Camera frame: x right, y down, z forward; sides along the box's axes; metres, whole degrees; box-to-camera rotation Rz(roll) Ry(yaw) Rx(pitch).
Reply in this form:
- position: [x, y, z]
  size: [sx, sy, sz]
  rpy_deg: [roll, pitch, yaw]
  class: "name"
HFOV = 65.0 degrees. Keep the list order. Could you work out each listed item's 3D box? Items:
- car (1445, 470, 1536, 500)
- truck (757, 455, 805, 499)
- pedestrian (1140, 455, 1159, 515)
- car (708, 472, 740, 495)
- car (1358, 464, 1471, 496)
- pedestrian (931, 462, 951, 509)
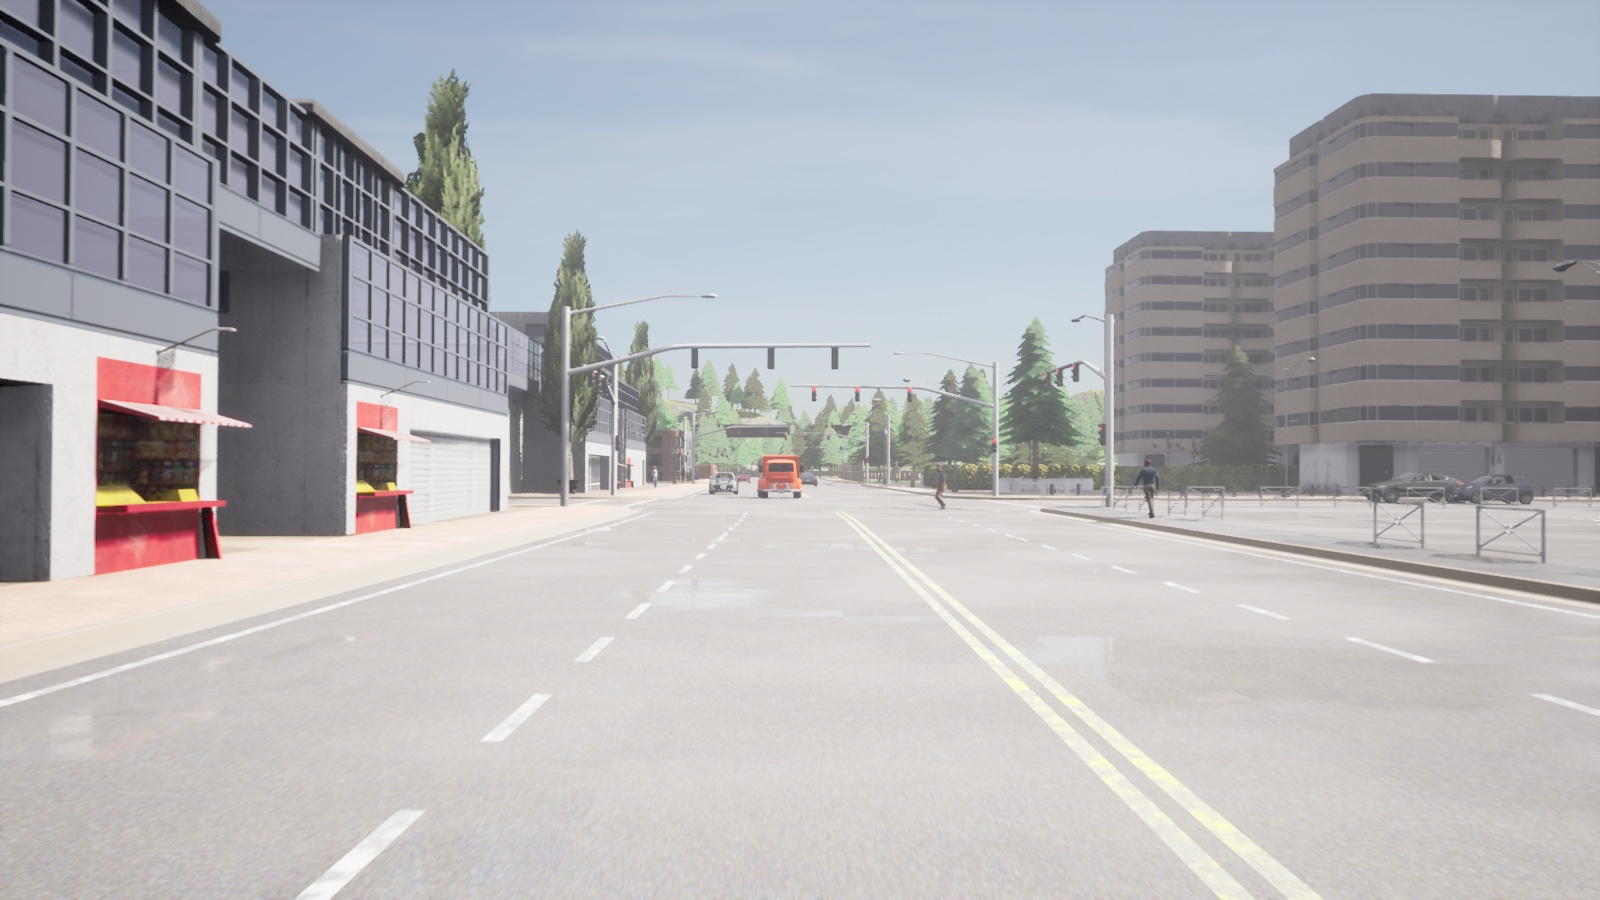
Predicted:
- position: [35.052, 1.756, 63.795]
  size: [3.633, 1.501, 1.845]
  rpy_deg: [0, -1, -2]
  class: "car"
- position: [-1.119, 1.539, 72.050]
  size: [2.627, 2.467, 5.204]
  rpy_deg: [0, -1, -2]
  class: "truck"
- position: [10.781, 1.079, 38.769]
  size: [0.370, 1.835, 0.726]
  rpy_deg: [0, -1, 1]
  class: "pedestrian"
- position: [-4.966, 2.183, 82.636]
  size: [1.970, 1.475, 3.806]
  rpy_deg: [0, -1, -2]
  class: "car"
- position: [32.858, 1.587, 67.231]
  size: [5.027, 1.651, 2.152]
  rpy_deg: [0, -1, -2]
  class: "car"
- position: [5.623, 1.417, 50.062]
  size: [0.694, 1.848, 0.540]
  rpy_deg: [0, -1, -8]
  class: "pedestrian"
